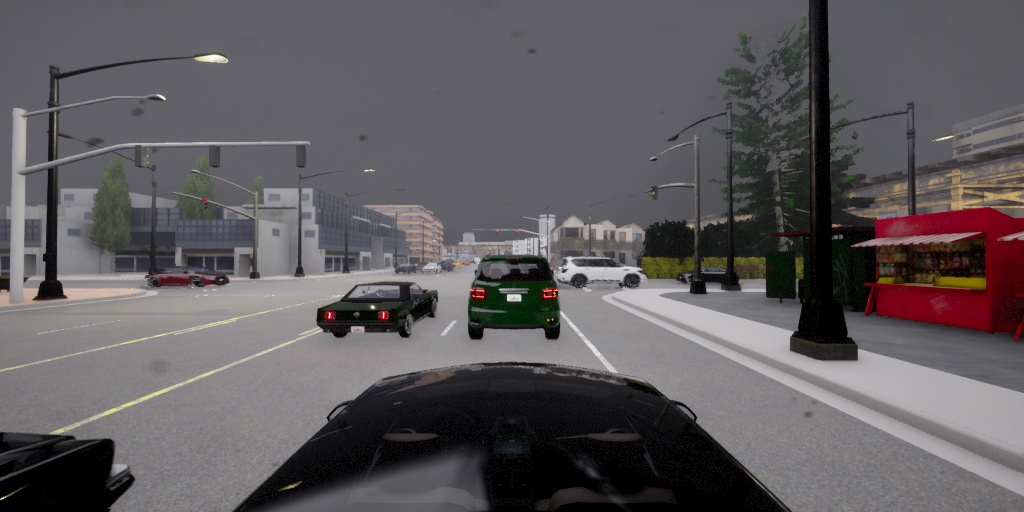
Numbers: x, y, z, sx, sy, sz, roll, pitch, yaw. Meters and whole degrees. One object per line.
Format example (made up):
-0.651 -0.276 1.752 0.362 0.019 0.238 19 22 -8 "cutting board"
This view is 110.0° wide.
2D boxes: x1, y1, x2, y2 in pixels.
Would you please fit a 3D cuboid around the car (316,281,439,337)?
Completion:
-3.437 1.368 10.257 1.895 1.301 4.718 0 0 0 "car"

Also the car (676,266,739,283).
14.746 1.449 27.128 4.181 1.385 1.994 0 -1 0 "car"

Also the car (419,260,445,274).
-10.629 1.644 47.886 1.812 1.442 4.674 0 0 0 "car"

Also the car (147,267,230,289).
-21.362 1.406 23.786 4.181 1.385 1.994 0 -1 -2 "car"

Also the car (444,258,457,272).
-10.618 1.527 56.914 2.097 1.767 4.553 0 0 0 "car"

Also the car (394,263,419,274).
-14.139 1.671 48.259 2.033 1.411 5.357 0 -1 0 "car"

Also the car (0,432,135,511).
-3.401 1.351 0.152 1.895 1.301 4.718 0 0 0 "car"

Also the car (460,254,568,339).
0.060 0.986 10.241 2.150 2.045 5.566 0 0 0 "car"

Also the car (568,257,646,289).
5.765 1.068 23.494 5.566 2.045 2.150 0 -1 0 "car"

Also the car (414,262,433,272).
-14.118 1.699 57.480 1.812 1.442 4.674 0 0 0 "car"
